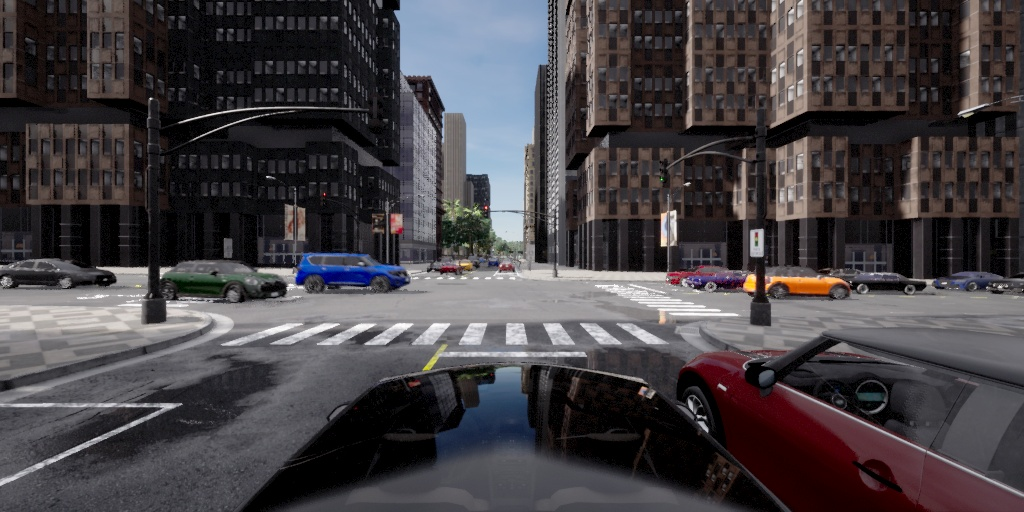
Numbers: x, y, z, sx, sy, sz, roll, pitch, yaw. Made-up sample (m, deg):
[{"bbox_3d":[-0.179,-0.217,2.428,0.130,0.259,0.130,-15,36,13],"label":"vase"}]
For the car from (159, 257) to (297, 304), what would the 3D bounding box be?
[{"bbox_3d":[-11.997,0.965,15.084,4.553,1.767,2.097,1,0,7],"label":"car"}]

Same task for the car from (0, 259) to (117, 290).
[{"bbox_3d":[-23.757,0.948,18.778,4.892,1.490,1.837,1,0,-1],"label":"car"}]

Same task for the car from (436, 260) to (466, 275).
[{"bbox_3d":[-6.463,1.347,38.521,1.895,1.301,4.718,0,0,1],"label":"car"}]

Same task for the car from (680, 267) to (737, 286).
[{"bbox_3d":[13.526,1.569,22.447,4.718,1.301,1.895,1,0,0],"label":"car"}]

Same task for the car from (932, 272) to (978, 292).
[{"bbox_3d":[33.112,1.812,25.810,4.181,1.385,1.994,1,0,-1],"label":"car"}]

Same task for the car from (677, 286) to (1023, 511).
[{"bbox_3d":[2.764,1.190,2.356,1.967,1.591,4.097,0,0,0],"label":"car"}]

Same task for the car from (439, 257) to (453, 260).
[{"bbox_3d":[-9.166,1.085,49.120,2.192,1.841,5.009,0,0,0],"label":"car"}]

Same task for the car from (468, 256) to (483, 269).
[{"bbox_3d":[-6.557,1.015,59.254,2.150,2.045,5.566,0,0,0],"label":"car"}]

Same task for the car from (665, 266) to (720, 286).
[{"bbox_3d":[13.644,1.443,25.704,5.008,1.535,1.882,1,0,0],"label":"car"}]

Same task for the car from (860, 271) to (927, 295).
[{"bbox_3d":[22.692,1.701,22.502,4.718,1.301,1.895,1,0,0],"label":"car"}]

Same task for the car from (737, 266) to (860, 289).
[{"bbox_3d":[15.037,1.346,19.008,4.553,1.767,2.097,1,0,0],"label":"car"}]

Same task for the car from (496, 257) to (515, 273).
[{"bbox_3d":[-0.606,1.198,43.747,1.967,1.591,4.097,0,0,0],"label":"car"}]

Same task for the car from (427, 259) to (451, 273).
[{"bbox_3d":[-9.131,1.324,43.694,1.948,1.339,4.313,0,0,0],"label":"car"}]

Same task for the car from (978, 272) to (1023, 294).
[{"bbox_3d":[33.100,1.757,22.554,4.892,1.490,1.837,1,0,0],"label":"car"}]

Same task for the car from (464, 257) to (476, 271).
[{"bbox_3d":[-6.497,1.247,48.915,1.882,1.535,5.008,0,0,0],"label":"car"}]

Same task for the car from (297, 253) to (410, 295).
[{"bbox_3d":[-8.299,0.885,18.870,5.566,2.045,2.150,0,0,0],"label":"car"}]
